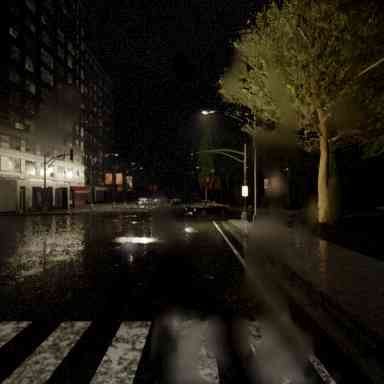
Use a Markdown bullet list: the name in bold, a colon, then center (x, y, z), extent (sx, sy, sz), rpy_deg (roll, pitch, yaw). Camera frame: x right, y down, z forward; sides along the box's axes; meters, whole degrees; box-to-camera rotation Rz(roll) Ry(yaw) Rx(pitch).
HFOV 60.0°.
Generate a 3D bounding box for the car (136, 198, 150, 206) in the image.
- **car**: center (-9.616, 1.922, 64.593), extent (2.128, 1.511, 4.902), rpy_deg (0, -1, 1)

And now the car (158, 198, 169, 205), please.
- **car**: center (-6.302, 2.039, 74.277), extent (1.882, 1.535, 5.008), rpy_deg (0, -1, 0)

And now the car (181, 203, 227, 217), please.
- **car**: center (1.518, 1.773, 34.076), extent (4.718, 1.301, 1.895), rpy_deg (0, 2, -44)

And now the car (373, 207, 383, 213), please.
- **car**: center (42.461, 4.000, 74.943), extent (5.357, 1.411, 2.033), rpy_deg (4, -3, -45)

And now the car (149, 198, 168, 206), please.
- **car**: center (-6.367, 1.975, 64.327), extent (2.033, 1.411, 5.357), rpy_deg (0, -1, 1)

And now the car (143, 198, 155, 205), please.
- **car**: center (-9.551, 2.110, 74.890), extent (2.033, 1.411, 5.357), rpy_deg (0, -1, 0)

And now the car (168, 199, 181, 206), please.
- **car**: center (-2.993, 1.967, 63.691), extent (2.033, 1.411, 5.357), rpy_deg (0, -1, 0)

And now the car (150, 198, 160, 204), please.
- **car**: center (-9.522, 2.267, 85.433), extent (2.033, 1.411, 5.357), rpy_deg (0, -1, 0)

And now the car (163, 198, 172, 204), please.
- **car**: center (-6.274, 2.310, 84.601), extent (1.895, 1.301, 4.718), rpy_deg (0, -1, 0)
